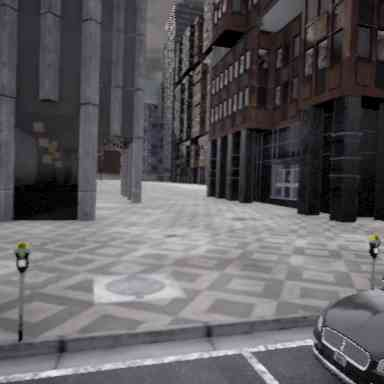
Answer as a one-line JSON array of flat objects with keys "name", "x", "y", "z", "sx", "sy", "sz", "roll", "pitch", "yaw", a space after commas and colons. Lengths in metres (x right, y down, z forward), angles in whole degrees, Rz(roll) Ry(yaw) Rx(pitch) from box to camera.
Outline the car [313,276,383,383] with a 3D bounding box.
[{"name": "car", "x": 3.635, "y": 1.538, "z": 4.041, "sx": 4.403, "sy": 1.369, "sz": 2.008, "roll": 1, "pitch": 2, "yaw": -16}]
